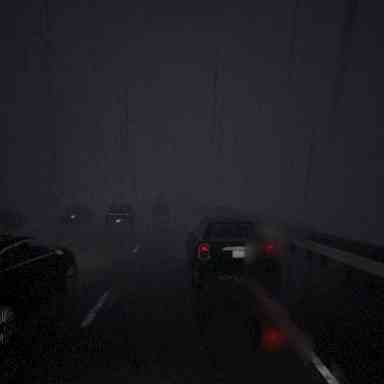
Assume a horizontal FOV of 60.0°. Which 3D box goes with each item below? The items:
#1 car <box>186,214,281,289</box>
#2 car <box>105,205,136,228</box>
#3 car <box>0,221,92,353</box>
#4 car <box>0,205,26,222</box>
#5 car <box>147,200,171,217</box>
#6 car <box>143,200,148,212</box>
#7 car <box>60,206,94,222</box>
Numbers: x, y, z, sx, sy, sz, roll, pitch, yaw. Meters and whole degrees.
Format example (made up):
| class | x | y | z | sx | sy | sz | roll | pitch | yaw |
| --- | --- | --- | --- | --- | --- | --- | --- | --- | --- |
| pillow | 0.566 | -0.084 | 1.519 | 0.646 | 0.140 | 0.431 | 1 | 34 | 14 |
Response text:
| class | x | y | z | sx | sy | sz | roll | pitch | yaw |
| --- | --- | --- | --- | --- | --- | --- | --- | --- | --- |
| car | 0.944 | 1.437 | 9.641 | 2.097 | 1.767 | 4.553 | 0 | -1 | -3 |
| car | -5.192 | 1.708 | 24.376 | 2.128 | 1.511 | 4.902 | 0 | -1 | -7 |
| car | -3.631 | 1.547 | 6.104 | 2.128 | 1.511 | 4.902 | 0 | -1 | -2 |
| car | -11.708 | 1.686 | 20.073 | 1.837 | 1.490 | 4.892 | 0 | 0 | -6 |
| car | -3.332 | 1.787 | 35.003 | 1.882 | 1.535 | 5.008 | 0 | 0 | -11 |
| car | -5.771 | 1.889 | 46.444 | 1.882 | 1.535 | 5.008 | 0 | -1 | -15 |
| car | -8.988 | 1.798 | 26.208 | 1.994 | 1.385 | 4.181 | 0 | -1 | -8 |
